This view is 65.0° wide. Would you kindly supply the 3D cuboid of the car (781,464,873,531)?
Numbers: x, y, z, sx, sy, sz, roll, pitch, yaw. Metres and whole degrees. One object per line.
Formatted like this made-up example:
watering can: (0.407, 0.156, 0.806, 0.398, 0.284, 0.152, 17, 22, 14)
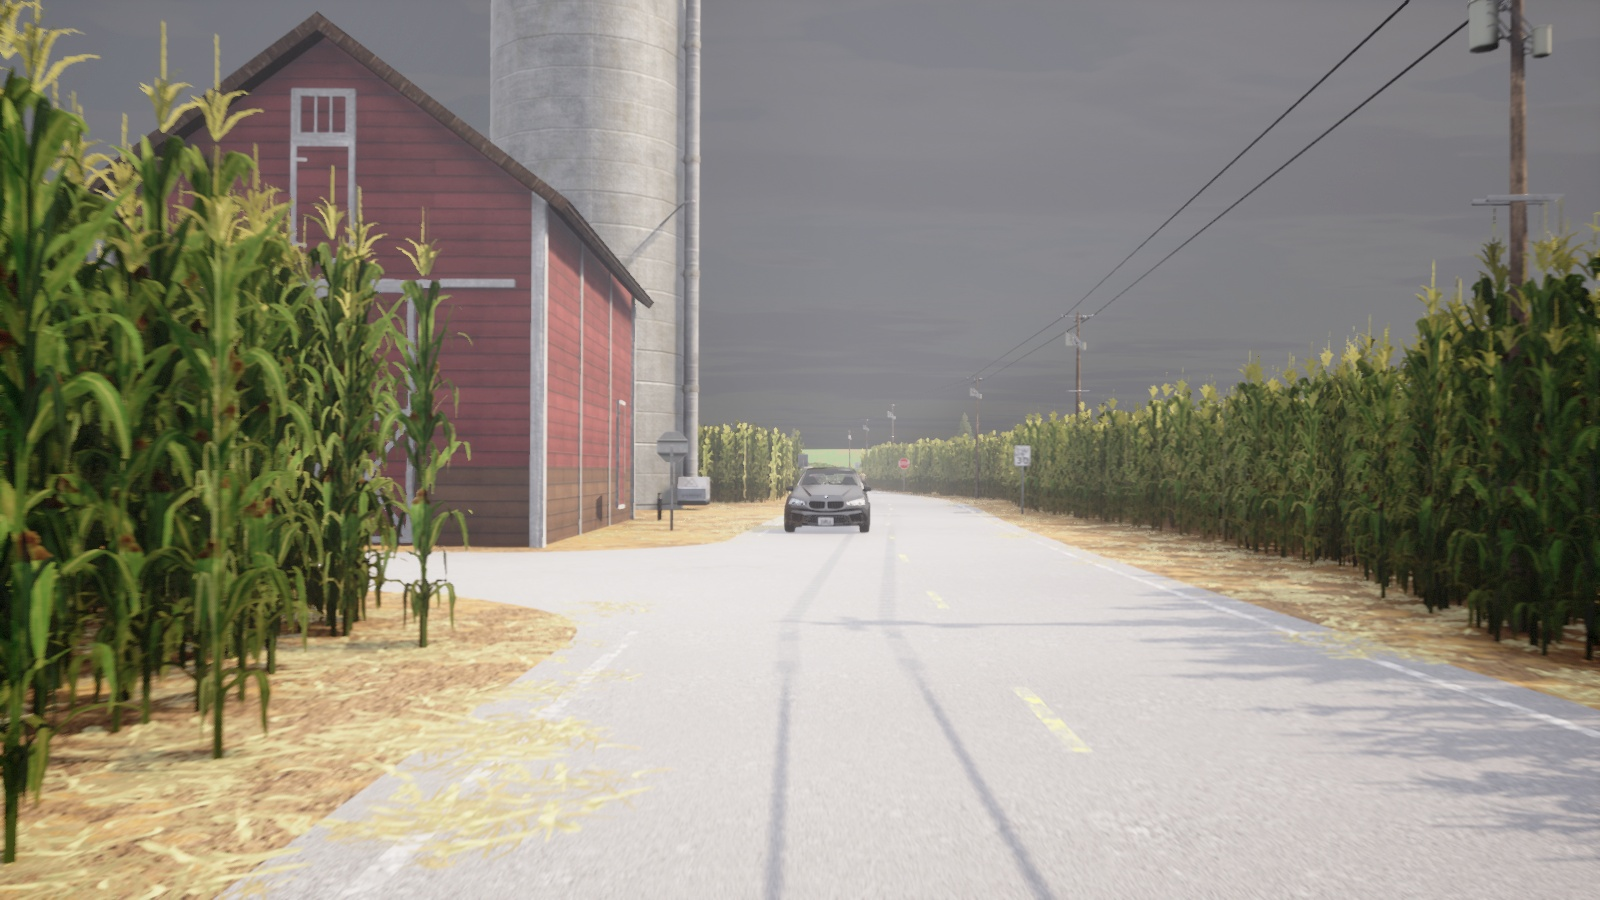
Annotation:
car: (0.799, 1.218, 33.557, 2.242, 1.667, 4.611, 0, -1, 4)
